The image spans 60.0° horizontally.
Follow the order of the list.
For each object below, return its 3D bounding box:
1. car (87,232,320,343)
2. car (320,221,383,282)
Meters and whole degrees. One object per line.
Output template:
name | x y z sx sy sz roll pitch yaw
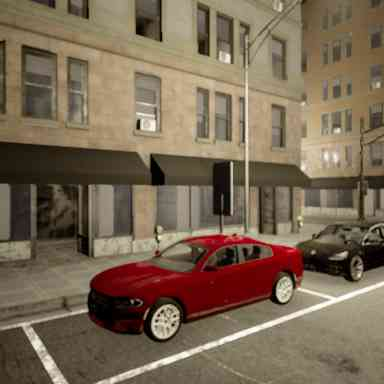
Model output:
car | 0.291 1.541 6.454 4.507 1.381 1.887 0 0 -37
car | 4.718 1.556 9.736 4.313 1.339 1.947 0 0 -37
